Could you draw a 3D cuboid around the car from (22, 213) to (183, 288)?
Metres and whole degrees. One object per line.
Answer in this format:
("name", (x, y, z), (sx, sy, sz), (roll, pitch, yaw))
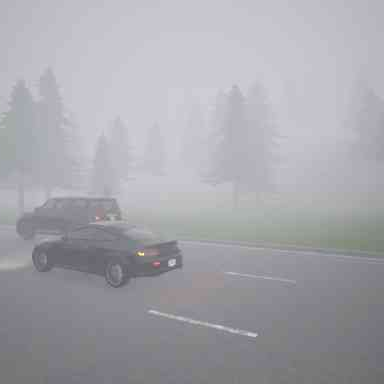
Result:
("car", (-2.425, 1.526, 9.197), (4.674, 1.442, 1.812), (0, 0, 32))

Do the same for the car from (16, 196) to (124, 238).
("car", (-5.616, 1.221, 15.231), (5.566, 2.045, 2.150), (0, 0, 31))
